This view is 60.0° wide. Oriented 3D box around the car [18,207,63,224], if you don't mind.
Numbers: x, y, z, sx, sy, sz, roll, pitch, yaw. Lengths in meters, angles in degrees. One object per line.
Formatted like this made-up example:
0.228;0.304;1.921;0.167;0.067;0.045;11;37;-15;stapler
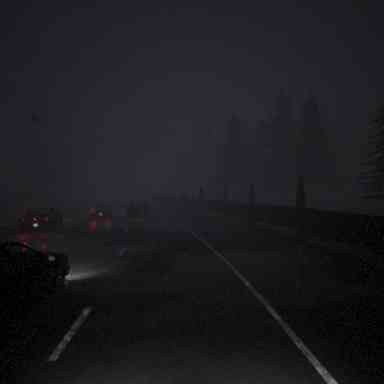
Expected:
-9.613;1.639;21.562;1.895;1.301;4.718;0;0;-13;car

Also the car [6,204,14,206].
-24.069;1.634;44.305;2.033;1.411;5.357;0;0;-18;car

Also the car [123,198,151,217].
-5.186;1.514;31.850;1.882;1.535;5.008;0;0;-17;car

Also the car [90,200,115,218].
-8.531;1.644;30.896;1.895;1.301;4.718;0;0;-17;car

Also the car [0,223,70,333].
-3.721;1.560;5.664;2.033;1.411;5.357;0;0;-4;car

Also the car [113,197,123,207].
-10.909;1.540;49.359;1.882;1.535;5.008;0;0;-18;car
